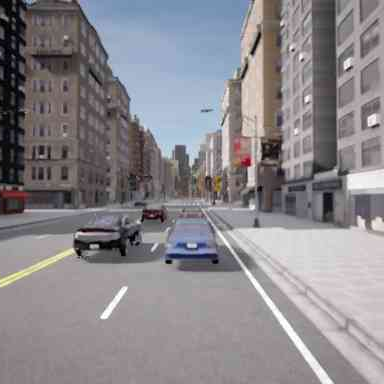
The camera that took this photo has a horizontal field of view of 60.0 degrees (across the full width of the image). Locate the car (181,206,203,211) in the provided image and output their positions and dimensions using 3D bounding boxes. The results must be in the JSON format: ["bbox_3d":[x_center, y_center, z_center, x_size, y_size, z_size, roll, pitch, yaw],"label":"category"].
[{"bbox_3d":[0.022,1.882,28.260,1.895,1.301,4.718,0,0,1],"label":"car"}]

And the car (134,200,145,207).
[{"bbox_3d":[-9.765,2.180,62.802,1.895,1.301,4.718,0,-1,1],"label":"car"}]

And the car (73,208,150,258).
[{"bbox_3d":[-3.228,1.634,13.499,2.128,1.511,4.902,0,0,0],"label":"car"}]

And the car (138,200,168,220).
[{"bbox_3d":[-3.220,1.767,29.244,1.882,1.535,5.008,0,0,0],"label":"car"}]

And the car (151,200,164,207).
[{"bbox_3d":[-6.515,2.180,62.803,1.895,1.301,4.718,0,-1,0],"label":"car"}]

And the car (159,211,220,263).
[{"bbox_3d":[0.013,1.679,12.540,2.033,1.411,5.357,0,-1,0],"label":"car"}]
